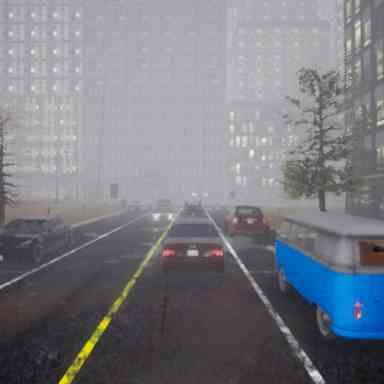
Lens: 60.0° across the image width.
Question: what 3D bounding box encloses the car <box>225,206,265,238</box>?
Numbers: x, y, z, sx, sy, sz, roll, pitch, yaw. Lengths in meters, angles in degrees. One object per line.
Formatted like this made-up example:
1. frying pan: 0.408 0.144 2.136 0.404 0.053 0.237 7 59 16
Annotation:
1. car: 2.727 1.417 17.493 1.967 1.590 4.097 1 0 0

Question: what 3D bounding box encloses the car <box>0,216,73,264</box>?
1. car: -5.664 1.551 11.873 1.947 1.339 4.313 1 0 0

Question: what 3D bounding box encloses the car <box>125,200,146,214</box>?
1. car: -5.758 1.504 34.442 2.008 1.369 4.403 1 0 0

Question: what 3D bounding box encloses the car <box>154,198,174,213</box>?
1. car: -2.989 1.456 36.596 1.837 1.490 4.892 0 0 1

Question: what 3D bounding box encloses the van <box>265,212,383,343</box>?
1. van: 2.712 1.333 6.211 1.690 1.788 3.998 1 0 0

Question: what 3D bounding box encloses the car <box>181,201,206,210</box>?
1. car: 0.089 1.454 27.755 2.128 1.511 4.902 0 0 1

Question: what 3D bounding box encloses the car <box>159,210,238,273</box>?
1. car: 0.039 1.534 10.638 2.033 1.411 5.357 0 0 1
